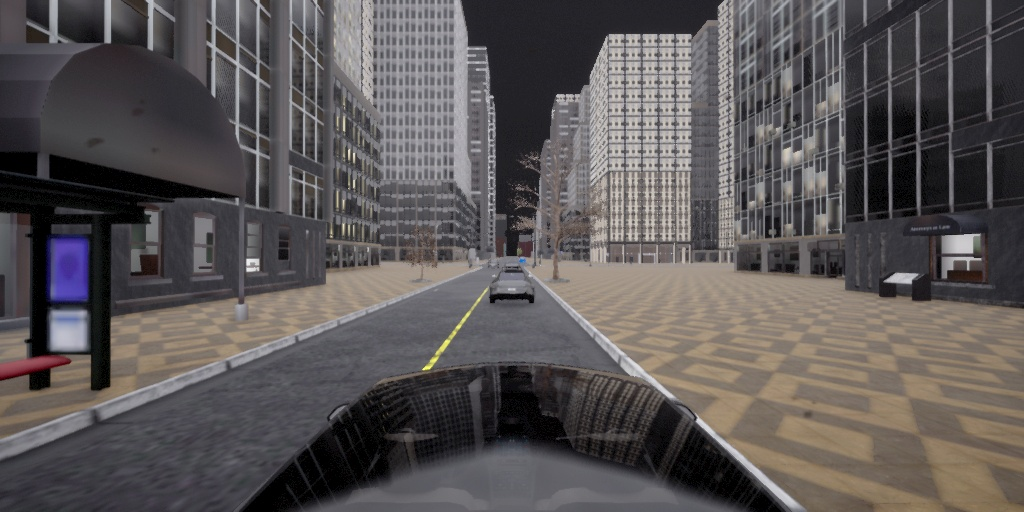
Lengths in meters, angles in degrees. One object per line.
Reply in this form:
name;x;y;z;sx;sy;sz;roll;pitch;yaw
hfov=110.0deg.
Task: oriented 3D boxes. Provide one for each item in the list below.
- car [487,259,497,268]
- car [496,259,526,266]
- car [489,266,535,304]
car;-3.001;1.265;58.500;2.128;1.511;4.902;0;0;0
car;0.000;1.244;31.500;2.128;1.511;4.902;0;0;0
car;0.000;1.321;16.500;1.994;1.385;4.181;0;0;0
